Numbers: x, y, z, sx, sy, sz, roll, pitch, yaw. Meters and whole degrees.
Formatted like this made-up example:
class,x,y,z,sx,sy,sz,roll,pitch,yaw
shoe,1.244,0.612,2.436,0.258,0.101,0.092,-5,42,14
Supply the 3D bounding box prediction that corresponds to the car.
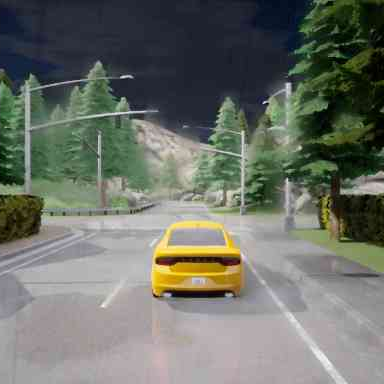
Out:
class,x,y,z,sx,sy,sz,roll,pitch,yaw
car,0.121,1.478,8.563,1.882,1.535,5.008,0,0,0
